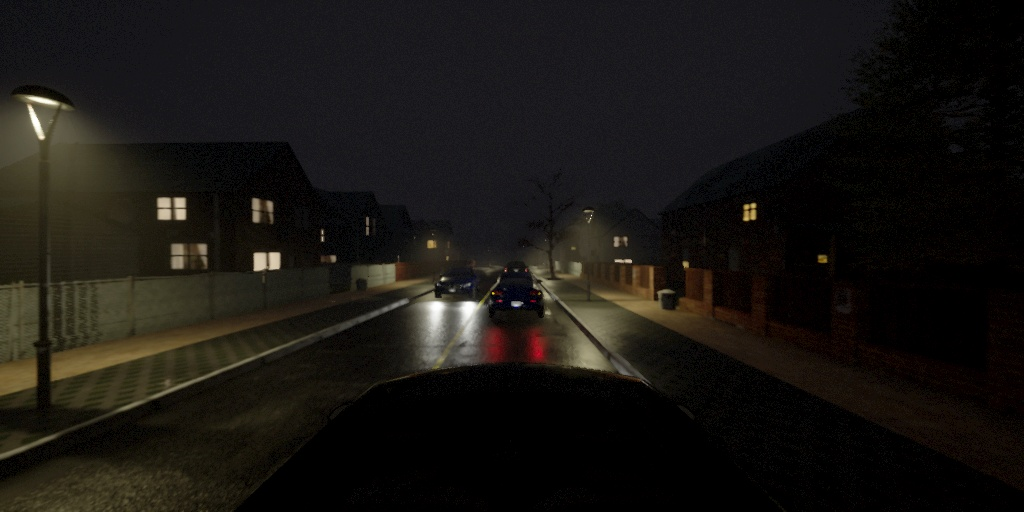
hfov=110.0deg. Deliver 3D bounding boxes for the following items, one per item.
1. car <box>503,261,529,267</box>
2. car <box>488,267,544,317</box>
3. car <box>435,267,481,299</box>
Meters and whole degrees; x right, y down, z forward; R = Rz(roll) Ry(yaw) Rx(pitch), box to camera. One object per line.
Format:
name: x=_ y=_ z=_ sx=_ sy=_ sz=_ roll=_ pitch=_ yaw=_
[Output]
car: x=0.360 y=1.186 z=29.607 sx=2.097 sy=1.767 sz=4.553 roll=0 pitch=0 yaw=1
car: x=0.149 y=1.294 z=13.248 sx=1.812 sy=1.442 sz=4.674 roll=0 pitch=0 yaw=0
car: x=-2.672 y=1.310 z=18.553 sx=1.812 sy=1.442 sz=4.674 roll=0 pitch=0 yaw=1
